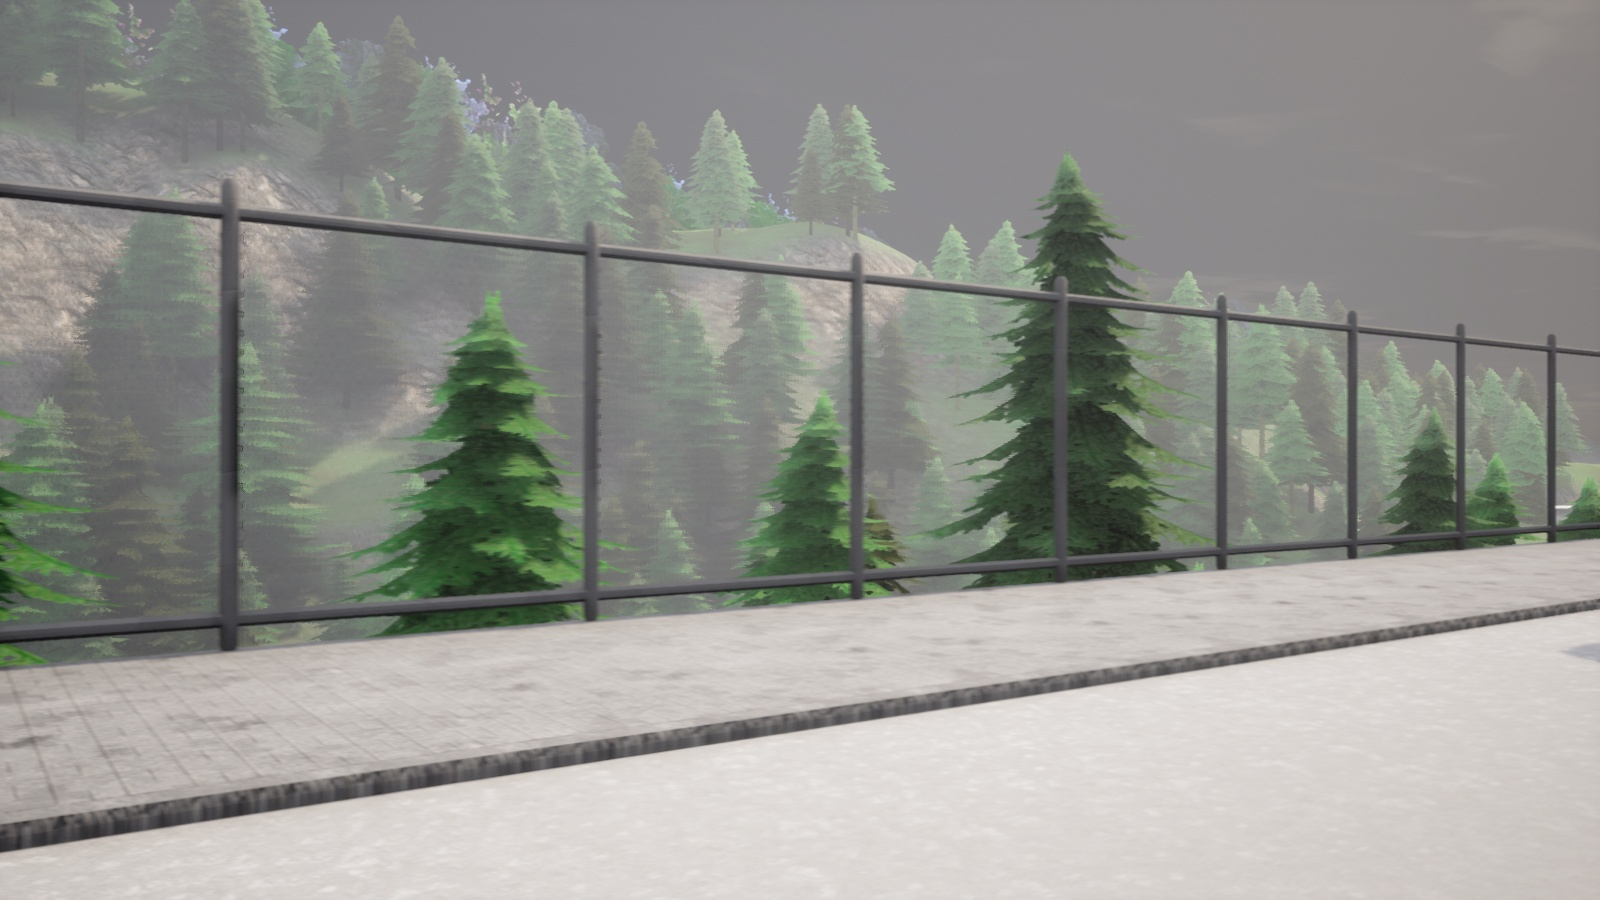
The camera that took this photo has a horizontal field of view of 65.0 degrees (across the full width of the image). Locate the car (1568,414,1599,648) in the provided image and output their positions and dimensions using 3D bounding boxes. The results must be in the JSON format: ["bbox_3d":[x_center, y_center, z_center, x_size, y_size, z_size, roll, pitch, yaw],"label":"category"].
[{"bbox_3d":[8.378,0.610,10.100,4.553,1.767,2.097,0,0,-35],"label":"car"}]
